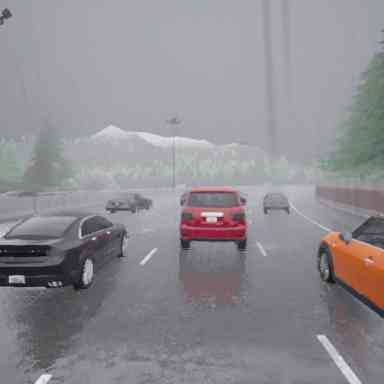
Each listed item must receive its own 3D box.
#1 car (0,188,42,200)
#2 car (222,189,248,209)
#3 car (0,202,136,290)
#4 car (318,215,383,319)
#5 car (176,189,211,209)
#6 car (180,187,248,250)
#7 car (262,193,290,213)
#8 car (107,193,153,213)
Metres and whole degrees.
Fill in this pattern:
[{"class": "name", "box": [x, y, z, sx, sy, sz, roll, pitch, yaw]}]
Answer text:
[{"class": "car", "box": [-14.655, 0.618, 27.894, 1.837, 1.490, 4.892, 0, 2, 11]}, {"class": "car", "box": [3.964, 0.558, 30.311, 1.837, 1.490, 4.892, 0, 2, 13]}, {"class": "car", "box": [-2.974, 1.237, 8.351, 1.837, 1.490, 4.892, 0, 2, 4]}, {"class": "car", "box": [3.889, 1.167, 5.878, 2.097, 1.767, 4.553, 0, 2, 3]}, {"class": "car", "box": [0.281, 0.554, 29.927, 2.128, 1.511, 4.902, 0, 2, 13]}, {"class": "car", "box": [0.871, 0.826, 12.540, 2.150, 2.045, 5.566, 0, 2, 6]}, {"class": "car", "box": [6.374, 0.758, 25.336, 2.033, 1.411, 5.357, 0, 2, 12]}, {"class": "car", "box": [-4.495, 0.778, 24.415, 2.033, 1.411, 5.357, 0, 2, 10]}]
